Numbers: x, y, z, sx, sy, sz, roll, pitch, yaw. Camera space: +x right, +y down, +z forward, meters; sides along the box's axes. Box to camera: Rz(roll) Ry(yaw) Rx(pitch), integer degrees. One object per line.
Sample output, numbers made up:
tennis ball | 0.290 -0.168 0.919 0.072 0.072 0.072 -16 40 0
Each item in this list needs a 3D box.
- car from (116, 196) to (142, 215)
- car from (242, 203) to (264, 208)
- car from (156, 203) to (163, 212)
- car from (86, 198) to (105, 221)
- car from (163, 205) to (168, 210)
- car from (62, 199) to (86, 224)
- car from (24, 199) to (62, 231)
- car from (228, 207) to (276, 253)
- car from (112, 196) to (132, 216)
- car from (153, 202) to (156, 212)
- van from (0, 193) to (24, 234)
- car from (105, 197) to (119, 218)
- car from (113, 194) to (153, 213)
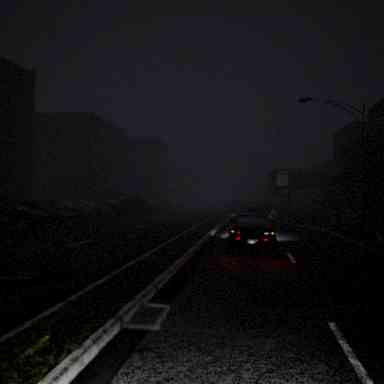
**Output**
car | -7.777 1.413 31.715 5.008 1.535 2.097 2 -1 10
car | 5.806 1.827 31.915 1.882 1.535 5.008 2 -1 10
car | -6.379 1.614 39.860 4.674 1.452 2.002 2 -1 10
car | -9.179 1.285 23.566 4.892 1.521 2.231 2 0 10
car | -5.725 1.637 42.546 5.366 1.575 1.946 2 -1 10
car | -9.610 1.279 20.844 4.792 1.488 2.163 2 0 10
car | -10.111 1.216 18.135 5.008 1.535 2.097 2 0 10
car | 2.554 1.612 14.127 1.812 1.442 4.674 2 0 10
car | -8.234 1.366 28.997 5.008 1.535 2.097 2 -1 10
car | -6.805 1.392 37.141 4.553 1.767 2.185 2 -1 10
van | -10.659 0.960 15.558 4.442 1.987 1.878 2 0 10
car | -8.711 1.324 26.283 4.892 1.521 2.231 2 -1 10
car | -7.327 1.211 34.438 5.566 2.045 2.435 2 -1 10
